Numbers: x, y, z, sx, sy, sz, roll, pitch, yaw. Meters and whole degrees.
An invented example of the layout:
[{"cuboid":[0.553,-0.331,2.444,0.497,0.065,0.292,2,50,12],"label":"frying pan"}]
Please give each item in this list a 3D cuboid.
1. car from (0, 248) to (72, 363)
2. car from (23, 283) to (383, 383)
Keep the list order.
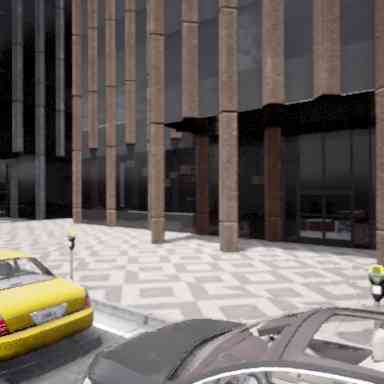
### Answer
[{"cuboid":[-3.705,1.529,5.608,4.829,1.417,1.752,0,0,35],"label":"car"},{"cuboid":[1.022,1.551,2.238,4.403,1.369,2.008,0,0,35],"label":"car"}]
